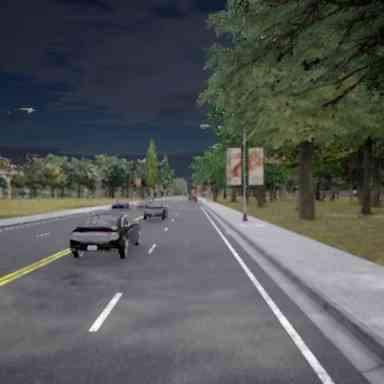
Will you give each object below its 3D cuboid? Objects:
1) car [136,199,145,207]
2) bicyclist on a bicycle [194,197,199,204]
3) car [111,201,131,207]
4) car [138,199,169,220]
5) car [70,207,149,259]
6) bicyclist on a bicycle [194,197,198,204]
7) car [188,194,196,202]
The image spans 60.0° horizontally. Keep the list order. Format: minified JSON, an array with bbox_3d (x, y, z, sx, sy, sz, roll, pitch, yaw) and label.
[{"bbox_3d":[-6.608,1.776,46.297,1.837,1.490,4.892,0,0,0],"label":"car"},{"bbox_3d":[0.855,1.785,67.773,0.659,1.776,1.843,0,-1,0],"label":"bicyclist on a bicycle"},{"bbox_3d":[-9.857,1.874,46.338,1.895,1.301,4.718,0,0,0],"label":"car"},{"bbox_3d":[-3.166,1.663,29.832,2.128,1.511,4.902,0,0,0],"label":"car"},{"bbox_3d":[-3.157,1.564,12.944,2.128,1.511,4.902,0,0,0],"label":"car"},{"bbox_3d":[0.841,1.915,77.215,0.866,1.612,1.509,0,-1,0],"label":"bicyclist on a bicycle"},{"bbox_3d":[-0.054,1.695,95.506,2.150,2.045,5.566,0,0,0],"label":"car"}]
